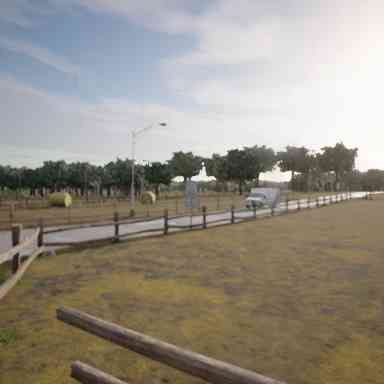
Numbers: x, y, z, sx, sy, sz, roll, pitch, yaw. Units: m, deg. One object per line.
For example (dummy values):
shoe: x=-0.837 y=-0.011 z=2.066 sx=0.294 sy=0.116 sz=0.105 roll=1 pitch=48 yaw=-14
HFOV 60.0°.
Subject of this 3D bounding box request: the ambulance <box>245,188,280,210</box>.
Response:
ambulance: x=8.814 y=0.785 z=41.597 sx=2.351 sy=2.431 sz=6.366 roll=2 pitch=2 yaw=35
